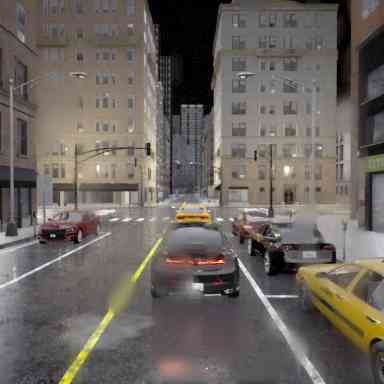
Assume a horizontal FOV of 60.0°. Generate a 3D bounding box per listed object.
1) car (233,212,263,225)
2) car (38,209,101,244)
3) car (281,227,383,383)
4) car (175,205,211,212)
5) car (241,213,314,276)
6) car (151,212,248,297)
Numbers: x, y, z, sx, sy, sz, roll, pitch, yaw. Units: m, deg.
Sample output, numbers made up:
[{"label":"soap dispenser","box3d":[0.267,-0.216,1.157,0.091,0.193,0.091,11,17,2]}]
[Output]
[{"label":"car","box3d":[2.883,1.577,15.784,1.802,1.307,4.206,-1,0,0]},{"label":"car","box3d":[-5.662,1.539,15.792,1.887,1.381,4.507,-1,0,0]},{"label":"car","box3d":[2.868,1.524,4.782,1.752,1.417,4.829,-1,0,0]},{"label":"car","box3d":[0.053,1.471,18.973,1.882,1.535,5.008,0,0,1]},{"label":"car","box3d":[2.876,1.563,10.198,1.947,1.339,4.313,-1,0,0]},{"label":"car","box3d":[0.073,1.502,8.546,1.837,1.490,4.892,0,0,0]}]
